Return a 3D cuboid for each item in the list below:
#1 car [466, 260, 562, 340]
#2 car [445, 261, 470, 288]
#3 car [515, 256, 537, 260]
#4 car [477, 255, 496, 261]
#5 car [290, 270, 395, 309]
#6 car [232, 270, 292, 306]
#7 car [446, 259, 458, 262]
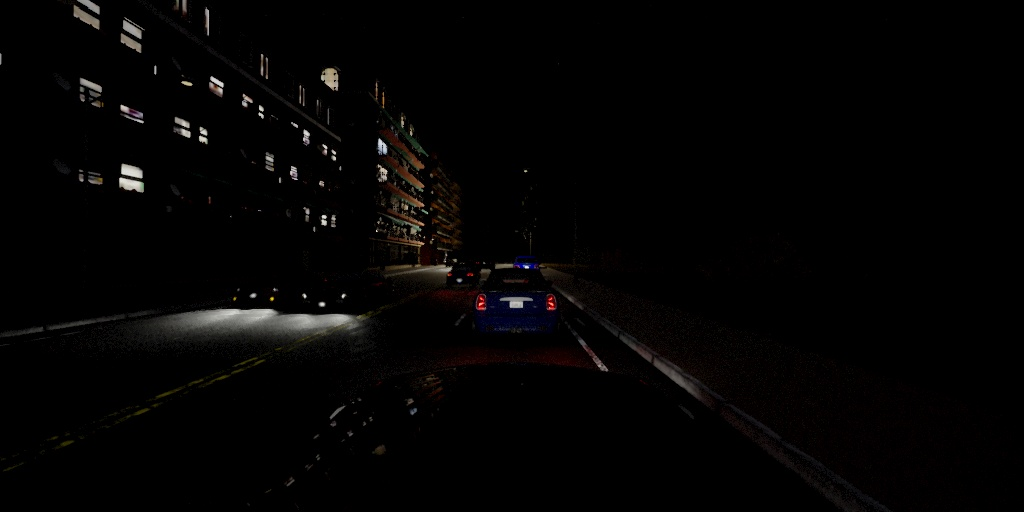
[{"bbox_3d":[0.098,1.103,10.112,2.097,1.767,4.553,0,0,0],"label":"car"},{"bbox_3d":[-3.154,1.279,23.815,1.812,1.442,4.674,0,0,0],"label":"car"},{"bbox_3d":[1.139,0.979,30.065,2.150,2.045,5.566,0,0,0],"label":"car"},{"bbox_3d":[-3.146,0.965,43.501,2.150,2.045,5.566,0,-1,0],"label":"car"},{"bbox_3d":[-6.602,1.300,15.120,2.033,1.411,5.357,0,0,0],"label":"car"},{"bbox_3d":[-9.851,1.316,15.634,1.994,1.385,4.181,0,0,0],"label":"car"},{"bbox_3d":[-9.827,1.244,59.088,2.128,1.511,4.902,0,0,0],"label":"car"}]
